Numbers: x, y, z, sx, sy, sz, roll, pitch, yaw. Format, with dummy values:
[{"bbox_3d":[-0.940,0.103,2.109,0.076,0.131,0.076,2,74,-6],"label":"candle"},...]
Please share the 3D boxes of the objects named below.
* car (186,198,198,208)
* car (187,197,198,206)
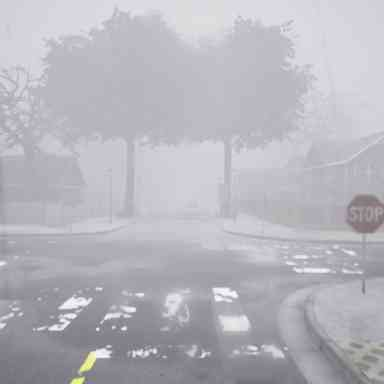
[{"bbox_3d":[0.043,2.030,56.425,1.994,1.385,4.181,0,-1,0],"label":"car"},{"bbox_3d":[0.050,1.917,66.445,2.097,1.767,4.553,0,-1,0],"label":"car"}]
